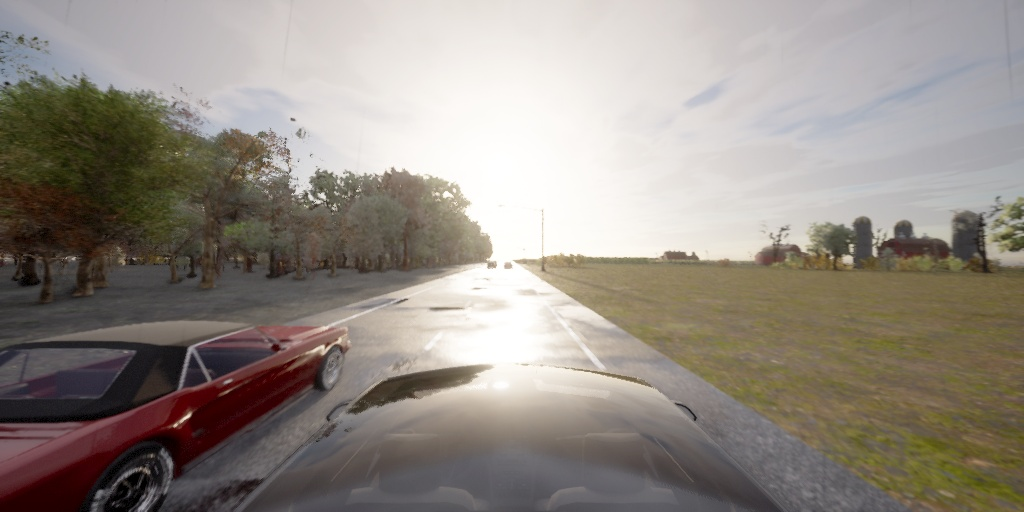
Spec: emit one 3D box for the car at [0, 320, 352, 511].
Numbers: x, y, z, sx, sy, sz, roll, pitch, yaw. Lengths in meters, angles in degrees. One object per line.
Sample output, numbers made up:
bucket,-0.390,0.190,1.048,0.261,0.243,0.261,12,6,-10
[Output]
car,-3.581,1.360,3.888,1.895,1.301,4.718,0,-1,-1
